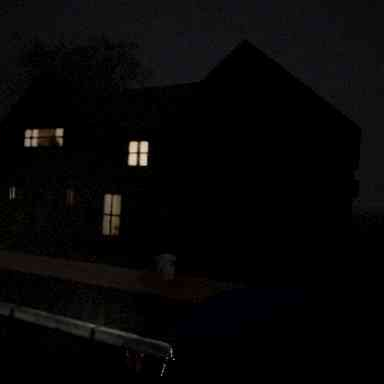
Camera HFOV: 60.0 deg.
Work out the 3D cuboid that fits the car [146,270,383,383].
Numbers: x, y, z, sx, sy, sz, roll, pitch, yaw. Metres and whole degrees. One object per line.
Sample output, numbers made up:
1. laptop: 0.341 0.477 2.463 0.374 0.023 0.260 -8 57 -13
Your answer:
1. car: 2.375 1.346 2.177 5.566 2.045 2.150 0 -2 28
